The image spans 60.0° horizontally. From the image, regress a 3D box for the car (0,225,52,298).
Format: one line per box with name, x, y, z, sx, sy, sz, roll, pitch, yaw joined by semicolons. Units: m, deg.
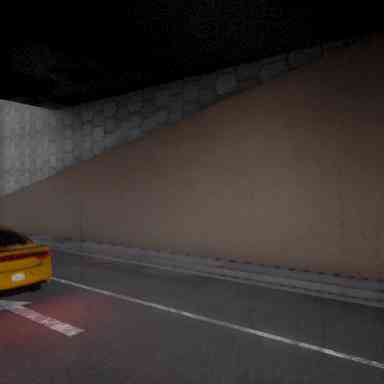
car;-5.315;1.478;7.781;5.008;1.535;1.882;0;0;36
